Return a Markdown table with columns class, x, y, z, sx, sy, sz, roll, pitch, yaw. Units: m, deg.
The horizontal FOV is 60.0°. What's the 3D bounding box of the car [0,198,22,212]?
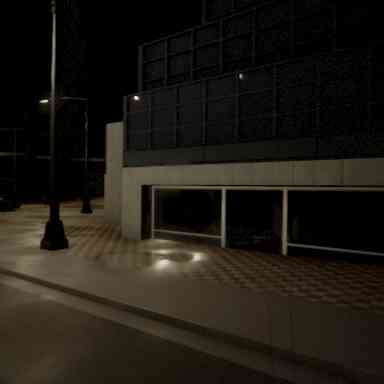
| class | x | y | z | sx | sy | sz | roll | pitch | yaw |
| --- | --- | --- | --- | --- | --- | --- | --- | --- | --- |
| car | -18.669 | 1.217 | 30.970 | 1.895 | 1.301 | 4.718 | 1 | 1 | 36 |
